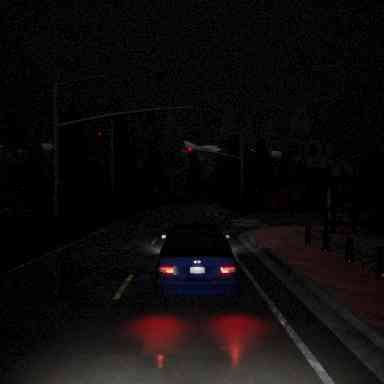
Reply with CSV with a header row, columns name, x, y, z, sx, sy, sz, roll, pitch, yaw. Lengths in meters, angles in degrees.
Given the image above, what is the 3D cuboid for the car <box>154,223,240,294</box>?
name,x,y,z,sx,sy,sz,roll,pitch,yaw
car,0.101,1.547,8.899,2.033,1.411,5.357,0,0,0
